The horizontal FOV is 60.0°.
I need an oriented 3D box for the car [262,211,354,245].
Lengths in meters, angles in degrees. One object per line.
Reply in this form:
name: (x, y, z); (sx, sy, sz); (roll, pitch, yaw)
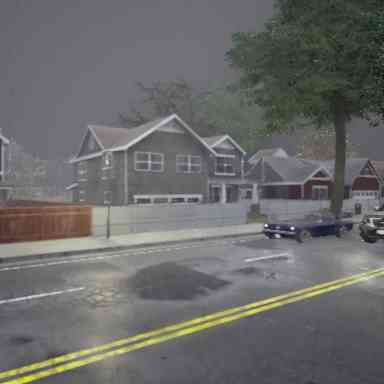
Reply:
car: (5.490, 1.578, 15.587); (4.718, 1.301, 1.895); (0, 0, -35)

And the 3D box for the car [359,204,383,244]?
car: (9.597, 1.193, 14.526); (5.566, 2.045, 2.150); (0, 0, -35)
